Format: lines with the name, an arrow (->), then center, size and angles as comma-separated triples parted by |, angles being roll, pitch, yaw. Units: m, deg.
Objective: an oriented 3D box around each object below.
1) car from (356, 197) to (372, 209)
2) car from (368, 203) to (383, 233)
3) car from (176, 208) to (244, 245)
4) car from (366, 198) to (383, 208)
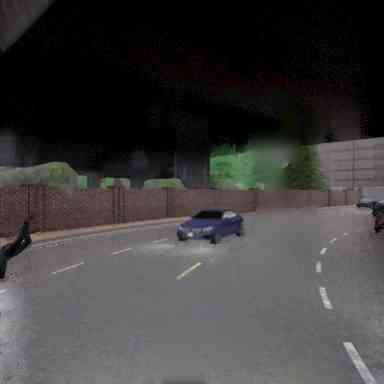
car -> 23.984, 1.477, 45.046 | 5.008, 1.535, 1.882 | 0, 0, -43
car -> 11.616, 1.526, 18.560 | 1.812, 1.442, 4.674 | 0, 0, 42
car -> 1.063, 1.525, 15.917 | 1.812, 1.442, 4.674 | 0, 0, 29
car -> 17.315, 1.505, 29.003 | 4.892, 1.490, 1.837 | 0, 0, -43
